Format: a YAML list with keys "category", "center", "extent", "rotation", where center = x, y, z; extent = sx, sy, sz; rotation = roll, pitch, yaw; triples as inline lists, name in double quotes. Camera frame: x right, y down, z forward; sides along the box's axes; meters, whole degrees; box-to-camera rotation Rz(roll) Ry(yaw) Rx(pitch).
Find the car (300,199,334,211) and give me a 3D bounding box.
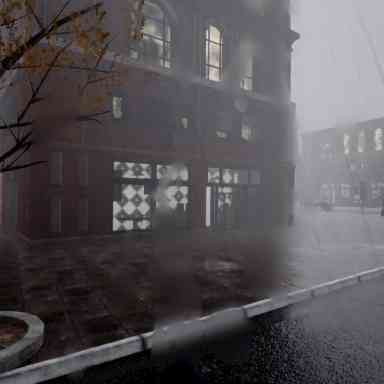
- category: "car"
  center: [15.562, 1.617, 41.686]
  extent: [2.008, 1.369, 4.403]
  rotation: [1, -1, -28]
